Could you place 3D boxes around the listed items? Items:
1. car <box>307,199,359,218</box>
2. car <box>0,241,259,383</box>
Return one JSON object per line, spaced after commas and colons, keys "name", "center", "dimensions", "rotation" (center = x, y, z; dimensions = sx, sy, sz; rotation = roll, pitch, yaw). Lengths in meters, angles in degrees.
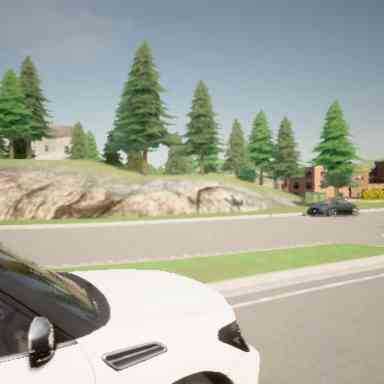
{"name": "car", "center": [11.268, 1.257, 26.558], "dimensions": [4.181, 1.385, 1.994], "rotation": [-1, 0, -26]}
{"name": "car", "center": [-2.076, 1.228, 2.149], "dimensions": [5.566, 2.045, 2.150], "rotation": [-1, 0, -35]}
